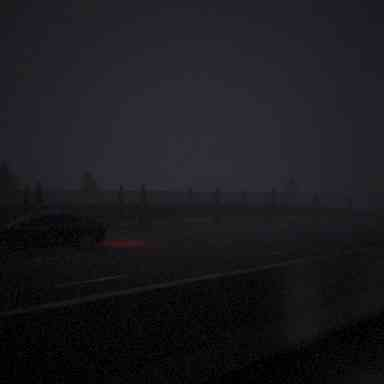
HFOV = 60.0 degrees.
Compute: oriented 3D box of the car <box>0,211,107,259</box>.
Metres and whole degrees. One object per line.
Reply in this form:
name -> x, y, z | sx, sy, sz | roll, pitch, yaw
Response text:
car -> -5.760, 1.524, 12.783 | 4.892, 1.490, 1.837 | 1, 0, -36
